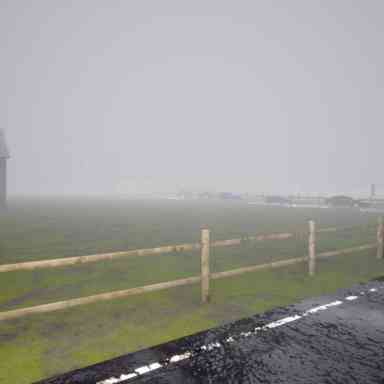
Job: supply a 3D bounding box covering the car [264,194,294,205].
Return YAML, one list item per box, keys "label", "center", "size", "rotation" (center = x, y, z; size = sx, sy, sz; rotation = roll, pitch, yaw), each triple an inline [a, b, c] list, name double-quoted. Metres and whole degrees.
- label: "car"
  center: [11.996, 1.020, 46.127]
  size: [1.994, 1.385, 4.181]
  rotation: [0, 1, -34]

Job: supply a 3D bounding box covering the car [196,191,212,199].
- label: "car"
  center: [2.653, 0.597, 65.423]
  size: [1.837, 1.490, 4.892]
  rotation: [0, 1, -35]

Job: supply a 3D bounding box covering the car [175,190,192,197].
- label: "car"
  center: [-1.916, 0.362, 71.761]
  size: [1.837, 1.490, 4.892]
  rotation: [0, 1, -36]

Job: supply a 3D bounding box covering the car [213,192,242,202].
- label: "car"
  center: [6.097, 0.751, 54.376]
  size: [1.882, 1.535, 5.008]
  rotation: [0, 1, -35]

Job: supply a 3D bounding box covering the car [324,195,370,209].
- label: "car"
  center: [17.717, 1.112, 38.098]
  size: [1.882, 1.535, 5.008]
  rotation: [0, 1, -36]
